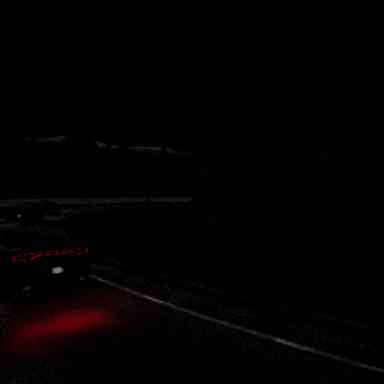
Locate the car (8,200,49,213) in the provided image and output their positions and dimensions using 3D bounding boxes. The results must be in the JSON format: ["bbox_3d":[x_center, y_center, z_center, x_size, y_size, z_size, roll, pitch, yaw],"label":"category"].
[{"bbox_3d":[-13.219,1.594,26.740,1.882,1.535,5.008,0,0,-13],"label":"car"}]

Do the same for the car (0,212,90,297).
[{"bbox_3d":[-4.492,1.518,8.935,1.882,1.535,5.008,0,0,-41],"label":"car"}]

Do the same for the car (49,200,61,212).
[{"bbox_3d":[-17.330,1.704,39.544,1.812,1.442,4.674,0,0,5],"label":"car"}]
